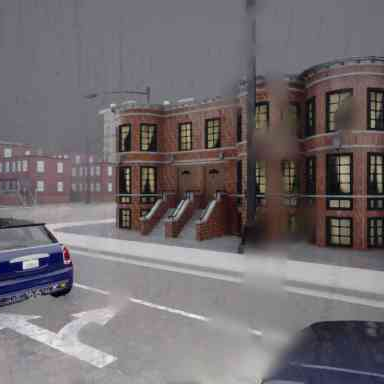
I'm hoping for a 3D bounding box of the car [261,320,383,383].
[{"bbox_3d":[3.056,1.547,1.809,5.357,1.411,2.033,0,0,36],"label":"car"}]

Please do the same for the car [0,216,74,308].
[{"bbox_3d":[-4.716,1.352,7.355,4.553,1.767,2.097,0,0,35],"label":"car"}]
